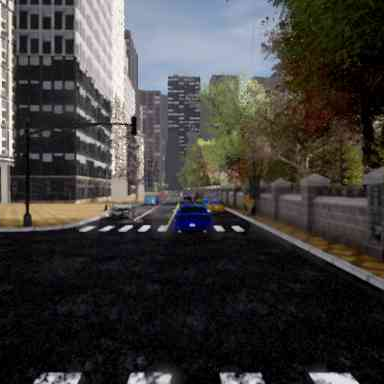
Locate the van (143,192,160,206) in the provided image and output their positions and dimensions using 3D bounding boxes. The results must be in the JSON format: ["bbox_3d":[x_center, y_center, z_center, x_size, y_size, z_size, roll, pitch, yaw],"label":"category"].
[{"bbox_3d":[-6.134,1.060,48.975,1.690,1.788,3.998,0,0,-1],"label":"van"}]

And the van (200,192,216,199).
[{"bbox_3d":[2.148,1.123,38.196,1.690,1.788,3.998,0,0,-1],"label":"van"}]

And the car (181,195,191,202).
[{"bbox_3d":[-1.254,1.223,67.615,1.895,1.301,4.718,0,0,-2],"label":"car"}]

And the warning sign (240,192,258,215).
[{"bbox_3d":[4.722,0.959,27.562,1.300,1.860,1.060,0,0,-1],"label":"warning sign"}]

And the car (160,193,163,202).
[{"bbox_3d":[-6.289,1.230,54.520,1.887,1.381,4.507,0,0,-2],"label":"car"}]

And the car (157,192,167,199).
[{"bbox_3d":[-7.304,0.825,82.240,2.192,1.841,5.009,0,0,-2],"label":"car"}]

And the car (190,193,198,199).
[{"bbox_3d":[0.456,0.994,88.258,1.752,1.417,4.829,0,0,-3],"label":"car"}]

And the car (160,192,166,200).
[{"bbox_3d":[-6.646,1.161,65.610,1.887,1.381,4.507,0,0,-2],"label":"car"}]

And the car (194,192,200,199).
[{"bbox_3d":[1.726,1.206,54.995,1.752,1.417,4.829,0,0,-2],"label":"car"}]

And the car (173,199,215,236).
[{"bbox_3d":[-0.008,1.378,17.877,1.882,1.535,5.008,0,0,-1],"label":"car"}]

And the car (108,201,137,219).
[{"bbox_3d":[-5.529,1.401,26.799,2.008,1.369,4.403,0,0,-1],"label":"car"}]

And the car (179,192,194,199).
[{"bbox_3d":[-0.904,1.160,57.160,2.128,1.511,4.902,0,0,-2],"label":"car"}]

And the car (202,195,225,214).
[{"bbox_3d":[2.253,1.339,32.824,1.752,1.417,4.829,0,0,-1],"label":"car"}]
